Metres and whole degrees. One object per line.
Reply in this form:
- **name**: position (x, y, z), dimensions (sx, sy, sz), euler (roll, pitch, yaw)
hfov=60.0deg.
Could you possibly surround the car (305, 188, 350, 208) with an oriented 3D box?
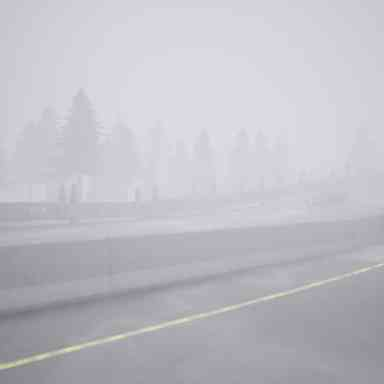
- **car**: position (12.044, 0.487, 29.619), dimensions (4.902, 1.511, 2.128), euler (-6, 4, -35)
